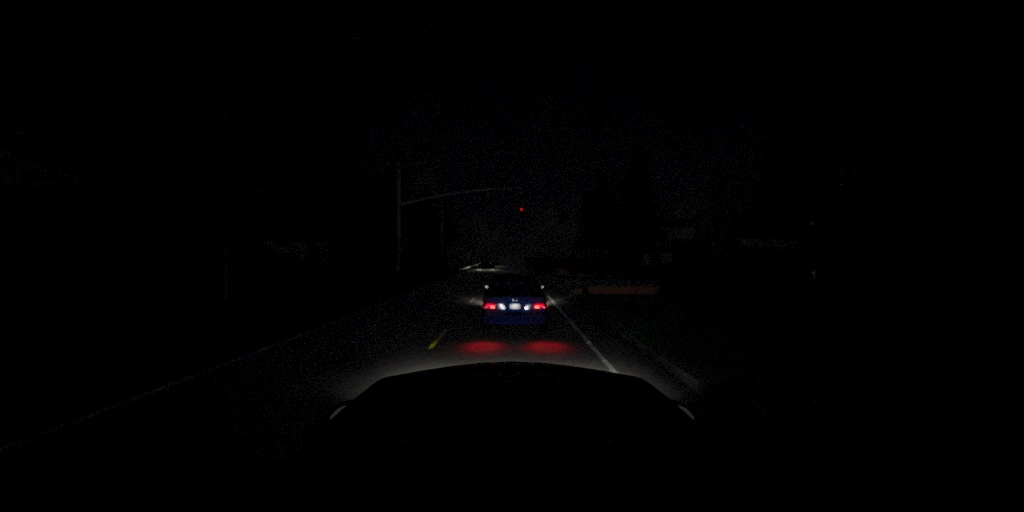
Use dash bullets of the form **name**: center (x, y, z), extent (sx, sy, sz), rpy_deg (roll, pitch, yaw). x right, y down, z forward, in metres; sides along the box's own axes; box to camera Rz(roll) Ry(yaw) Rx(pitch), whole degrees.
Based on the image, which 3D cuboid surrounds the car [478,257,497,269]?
- **car**: center (-3.590, 0.920, 50.584), extent (2.097, 1.767, 4.553), rpy_deg (0, 0, 0)

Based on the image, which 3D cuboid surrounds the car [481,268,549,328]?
- **car**: center (0.079, 1.261, 11.180), extent (2.033, 1.411, 5.357), rpy_deg (0, 0, 0)
